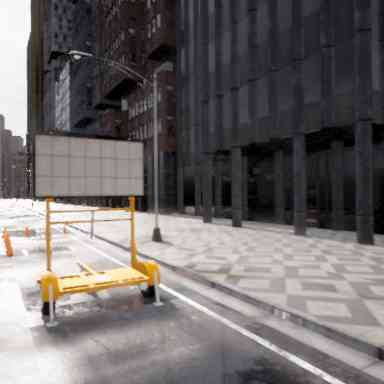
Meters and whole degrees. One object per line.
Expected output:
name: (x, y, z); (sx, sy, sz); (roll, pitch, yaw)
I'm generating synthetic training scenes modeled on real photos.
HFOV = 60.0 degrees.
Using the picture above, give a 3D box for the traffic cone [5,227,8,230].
traffic cone: (-9.012, 2.123, 16.216); (0.340, 0.580, 0.340); (0, 0, -30)

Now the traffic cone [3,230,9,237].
traffic cone: (-7.998, 2.102, 14.492); (0.340, 0.580, 0.340); (0, 0, -30)

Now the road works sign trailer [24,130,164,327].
road works sign trailer: (-2.255, 0.520, 7.443); (2.380, 3.560, 2.880); (0, 0, -30)

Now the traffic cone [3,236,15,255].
traffic cone: (-6.984, 2.083, 12.768); (0.340, 0.580, 0.340); (0, 0, -30)
